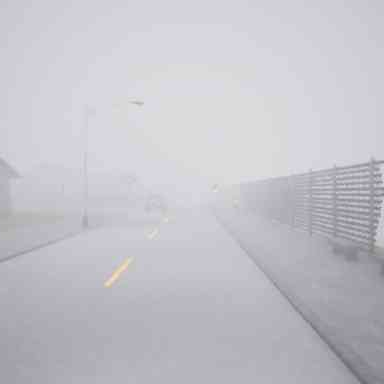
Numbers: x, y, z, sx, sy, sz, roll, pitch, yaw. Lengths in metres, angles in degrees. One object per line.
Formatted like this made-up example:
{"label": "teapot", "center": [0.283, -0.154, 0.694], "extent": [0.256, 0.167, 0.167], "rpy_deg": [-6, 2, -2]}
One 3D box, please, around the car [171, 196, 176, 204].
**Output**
{"label": "car", "center": [-4.006, 1.531, 63.190], "extent": [1.812, 1.442, 4.674], "rpy_deg": [0, 0, 0]}

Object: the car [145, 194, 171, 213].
{"label": "car", "center": [-4.004, 1.226, 38.015], "extent": [2.150, 2.045, 5.566], "rpy_deg": [0, 0, 0]}
